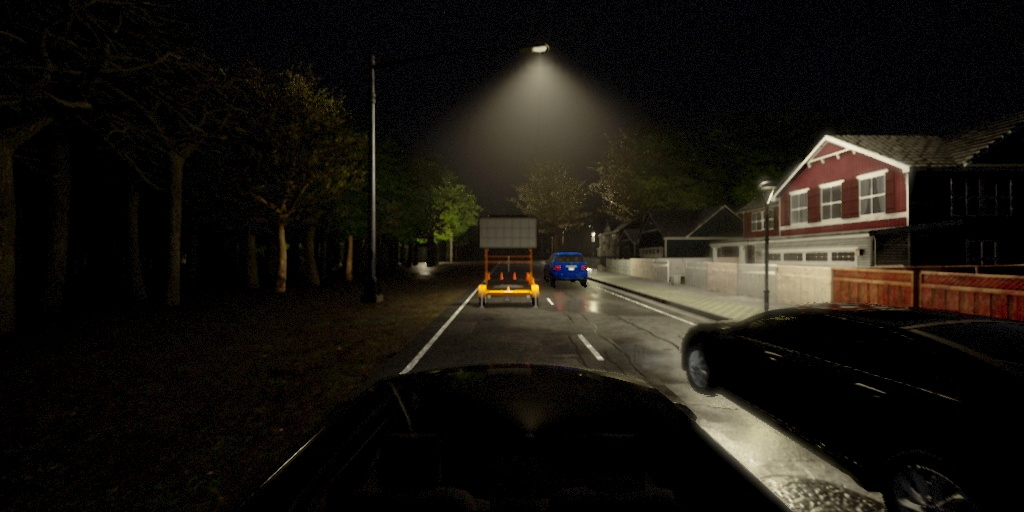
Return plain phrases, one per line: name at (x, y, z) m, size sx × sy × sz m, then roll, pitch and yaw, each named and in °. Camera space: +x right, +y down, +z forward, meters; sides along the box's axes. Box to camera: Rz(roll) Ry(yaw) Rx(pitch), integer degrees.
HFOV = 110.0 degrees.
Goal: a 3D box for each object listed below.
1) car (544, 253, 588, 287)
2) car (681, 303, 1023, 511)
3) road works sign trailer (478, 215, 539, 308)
car at (3.361, 0.827, 23.114) m, size 2.150 × 2.045 × 5.566 m, roll 0°, pitch 0°, yaw -1°
car at (3.573, 1.242, 3.666) m, size 1.837 × 1.490 × 4.892 m, roll 0°, pitch 0°, yaw -1°
road works sign trailer at (-0.142, 0.127, 14.693) m, size 2.380 × 3.560 × 2.880 m, roll 0°, pitch 0°, yaw -1°
